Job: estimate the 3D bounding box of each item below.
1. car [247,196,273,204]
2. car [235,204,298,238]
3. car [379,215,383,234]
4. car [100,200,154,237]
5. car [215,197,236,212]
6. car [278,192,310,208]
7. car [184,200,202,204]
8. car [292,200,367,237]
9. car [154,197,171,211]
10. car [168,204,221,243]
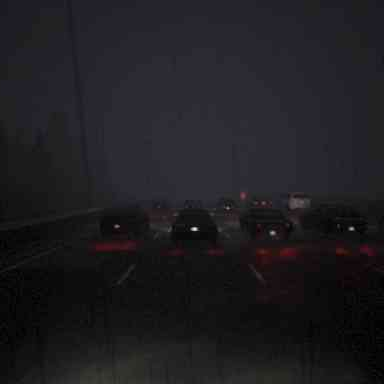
[{"bbox_3d":[7.108,1.162,35.192,2.097,1.767,4.553,0,0,0],"label":"car"},{"bbox_3d":[3.602,1.509,17.034,1.895,1.301,4.718,0,0,0],"label":"car"},{"bbox_3d":[10.603,1.395,15.227,1.882,1.535,5.008,0,1,0],"label":"car"},{"bbox_3d":[-3.396,1.383,17.512,1.882,1.535,5.008,0,0,0],"label":"car"},{"bbox_3d":[3.607,1.314,35.744,1.837,1.490,4.892,0,1,0],"label":"car"},{"bbox_3d":[10.605,1.036,34.709,2.150,2.045,5.566,0,1,0],"label":"car"},{"bbox_3d":[0.106,1.419,33.745,1.895,1.301,4.718,0,0,0],"label":"car"},{"bbox_3d":[7.102,1.399,17.213,2.128,1.511,4.902,0,0,0],"label":"car"},{"bbox_3d":[-3.403,1.328,36.755,1.812,1.442,4.674,0,0,0],"label":"car"},{"bbox_3d":[0.104,1.480,15.596,1.994,1.385,4.181,0,0,0],"label":"car"}]
